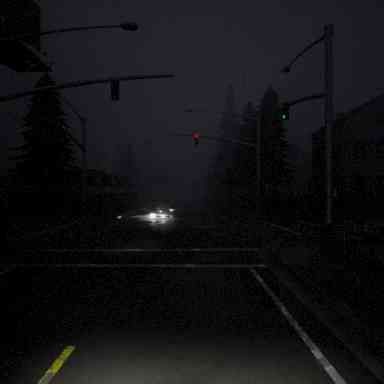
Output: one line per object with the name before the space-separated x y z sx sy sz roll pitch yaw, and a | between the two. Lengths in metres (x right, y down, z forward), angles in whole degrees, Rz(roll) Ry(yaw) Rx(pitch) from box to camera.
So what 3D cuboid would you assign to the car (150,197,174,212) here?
car | -3.618 1.491 38.108 2.128 1.511 4.902 0 0 0
